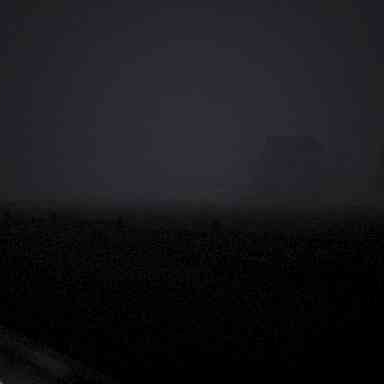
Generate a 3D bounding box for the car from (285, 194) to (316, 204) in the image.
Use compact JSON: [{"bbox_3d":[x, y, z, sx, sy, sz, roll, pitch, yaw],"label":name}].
[{"bbox_3d":[17.500,1.238,53.582,4.605,1.855,1.932,0,0,35],"label":"car"}]
